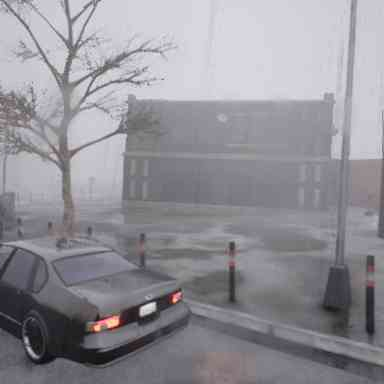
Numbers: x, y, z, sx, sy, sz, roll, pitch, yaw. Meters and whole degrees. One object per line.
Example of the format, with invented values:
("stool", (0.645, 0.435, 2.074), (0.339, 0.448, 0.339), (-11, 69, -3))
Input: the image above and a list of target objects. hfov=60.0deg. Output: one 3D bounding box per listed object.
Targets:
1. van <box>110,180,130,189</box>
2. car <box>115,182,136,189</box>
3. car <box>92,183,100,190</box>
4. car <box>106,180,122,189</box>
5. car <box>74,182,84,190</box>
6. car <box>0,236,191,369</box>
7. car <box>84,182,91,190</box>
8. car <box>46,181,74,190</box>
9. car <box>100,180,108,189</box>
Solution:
("van", (-18.385, -1.939, 84.762), (4.442, 1.987, 1.878), (3, 3, 19))
("car", (-17.586, -1.793, 87.409), (5.008, 1.535, 2.097), (3, 3, 19))
("car", (-23.083, -1.473, 71.803), (4.553, 1.767, 2.185), (3, 2, 19))
("car", (-20.365, -1.822, 79.614), (5.566, 2.045, 2.435), (3, 3, 19))
("car", (-24.966, -1.214, 66.626), (5.008, 1.535, 2.097), (3, 2, 19))
("car", (-2.545, 1.512, 5.811), (5.357, 1.411, 2.033), (1, 0, 38))
("car", (-24.038, -1.241, 69.222), (4.674, 1.452, 2.002), (3, 2, 19))
("car", (-25.850, -1.273, 64.007), (4.553, 1.767, 2.185), (3, 2, 19))
("car", (-22.199, -1.419, 74.423), (4.892, 1.521, 2.231), (3, 2, 19))
